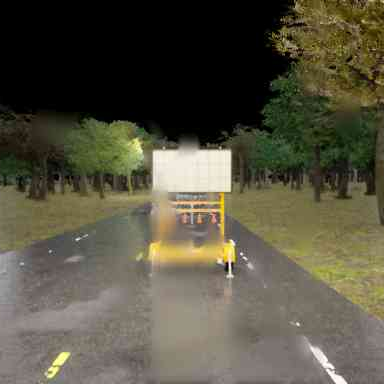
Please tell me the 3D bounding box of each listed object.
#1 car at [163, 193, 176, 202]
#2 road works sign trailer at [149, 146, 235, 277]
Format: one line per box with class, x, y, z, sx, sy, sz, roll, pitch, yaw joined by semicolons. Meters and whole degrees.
car;-3.502;0.819;51.296;1.837;1.490;4.892;0;2;0
road works sign trailer;-0.001;0.432;10.069;2.380;3.560;2.880;0;0;0
